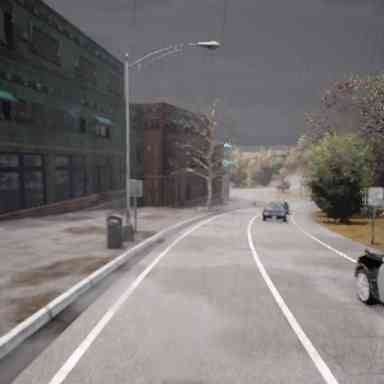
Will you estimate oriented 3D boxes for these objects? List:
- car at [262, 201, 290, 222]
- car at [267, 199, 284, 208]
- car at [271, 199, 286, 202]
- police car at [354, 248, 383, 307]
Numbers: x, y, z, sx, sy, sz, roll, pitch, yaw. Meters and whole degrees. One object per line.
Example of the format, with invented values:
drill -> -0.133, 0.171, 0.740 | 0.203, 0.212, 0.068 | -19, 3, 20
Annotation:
car -> 6.898, 1.726, 27.835 | 1.895, 1.301, 4.718 | 2, 0, 15
car -> 14.067, 1.917, 55.849 | 1.812, 1.442, 4.674 | 3, 0, 27
car -> 10.522, 1.768, 39.749 | 1.837, 1.490, 4.892 | 2, 0, 21
police car -> 4.338, 1.473, 5.270 | 1.930, 1.638, 5.238 | 1, 0, 3
